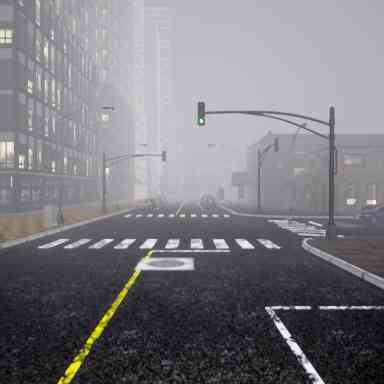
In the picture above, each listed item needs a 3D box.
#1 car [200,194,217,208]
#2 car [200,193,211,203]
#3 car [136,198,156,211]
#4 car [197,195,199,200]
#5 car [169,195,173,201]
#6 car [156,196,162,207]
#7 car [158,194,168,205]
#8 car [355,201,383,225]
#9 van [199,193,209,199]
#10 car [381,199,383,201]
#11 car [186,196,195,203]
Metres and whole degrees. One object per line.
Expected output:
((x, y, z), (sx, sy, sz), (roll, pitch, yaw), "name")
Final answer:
((2.522, 1.457, 47.498), (1.967, 1.590, 4.097), (-1, 0, 0), "car")
((2.866, 1.256, 73.438), (2.150, 2.045, 5.566), (0, 0, 0), "car")
((-5.975, 1.540, 41.711), (1.752, 1.417, 4.829), (-1, 0, 0), "car")
((2.482, 1.337, 58.787), (2.192, 1.841, 5.009), (-1, 0, 0), "car")
((-5.954, 1.561, 86.864), (1.752, 1.417, 4.829), (-1, 0, 0), "car")
((-5.823, 1.583, 47.525), (1.947, 1.339, 4.313), (-1, 0, 0), "car")
((-5.861, 1.588, 58.814), (1.947, 1.339, 4.313), (-1, 0, 0), "car")
((14.610, 1.664, 24.675), (4.674, 1.442, 1.812), (1, 1, 0), "car")
((2.501, 1.361, 53.143), (1.690, 1.788, 3.998), (-1, 0, 0), "van")
((16.438, 1.431, 27.256), (5.009, 1.841, 2.192), (1, 0, 1), "car")
((-0.228, 1.551, 69.669), (2.128, 1.511, 4.902), (0, 0, 0), "car")
